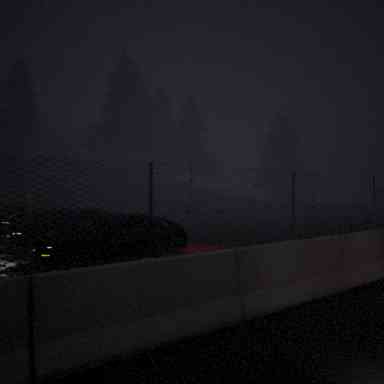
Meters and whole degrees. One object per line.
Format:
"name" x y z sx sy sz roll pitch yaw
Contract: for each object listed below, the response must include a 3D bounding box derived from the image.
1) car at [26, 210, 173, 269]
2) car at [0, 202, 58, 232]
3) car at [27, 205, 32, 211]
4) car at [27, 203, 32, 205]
"car" -2.429 1.417 10.721 4.892 1.490 1.837 1 0 -34
"car" -10.107 1.320 18.182 4.892 1.490 1.837 1 0 -35
"car" -4.649 1.385 13.440 4.892 1.490 1.837 1 0 -34
"car" -6.761 1.340 16.233 4.902 1.511 2.128 0 0 -34
